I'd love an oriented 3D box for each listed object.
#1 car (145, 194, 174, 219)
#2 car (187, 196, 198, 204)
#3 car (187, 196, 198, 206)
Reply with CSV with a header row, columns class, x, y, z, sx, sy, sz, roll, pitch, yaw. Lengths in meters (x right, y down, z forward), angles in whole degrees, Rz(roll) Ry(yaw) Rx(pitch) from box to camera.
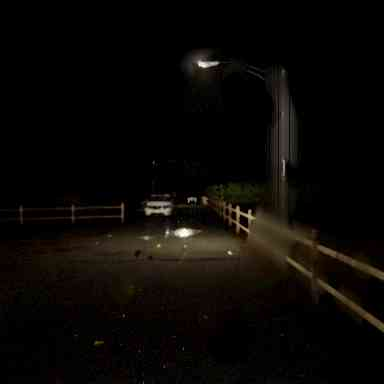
class,x,y,z,sx,sy,sz,roll,pitch,yaw
car,-2.749,1.217,29.181,2.150,2.045,5.566,0,0,0
car,0.038,1.632,68.776,2.128,1.511,4.902,0,0,0
car,0.033,1.713,58.795,1.895,1.301,4.718,0,0,0
